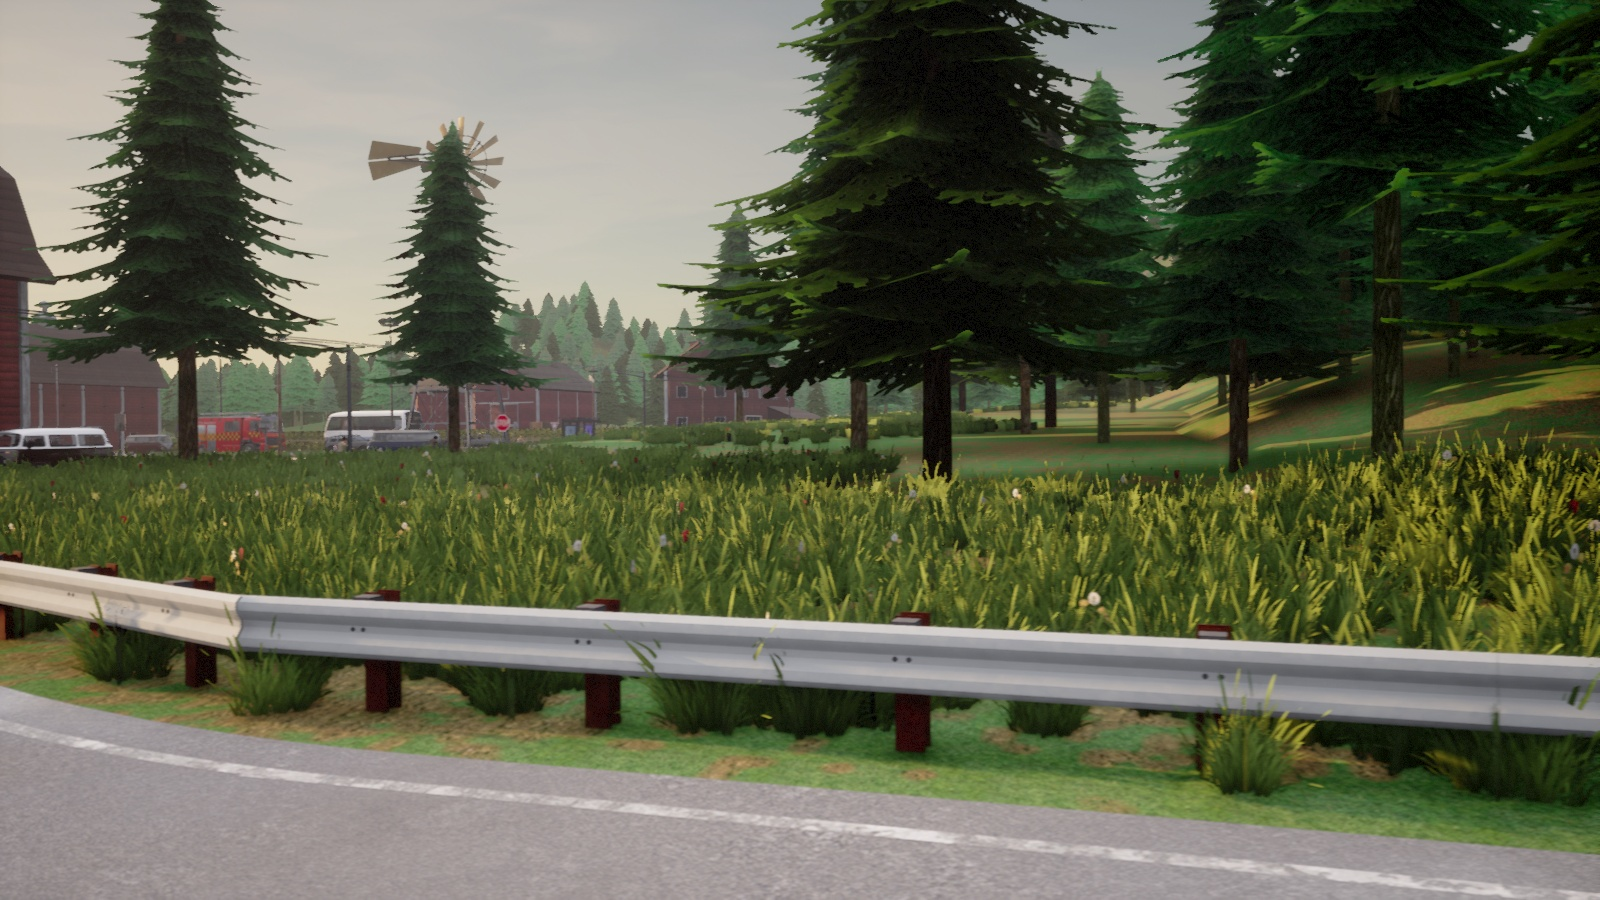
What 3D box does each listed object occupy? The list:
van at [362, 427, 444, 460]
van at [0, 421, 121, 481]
[{"bbox_3d":[-24.382,-0.417,77.173,4.442,1.987,1.775,0,1,5],"label":"van"},{"bbox_3d":[-27.250,0.005,45.429,2.069,2.038,4.480,0,1,19],"label":"van"}]
